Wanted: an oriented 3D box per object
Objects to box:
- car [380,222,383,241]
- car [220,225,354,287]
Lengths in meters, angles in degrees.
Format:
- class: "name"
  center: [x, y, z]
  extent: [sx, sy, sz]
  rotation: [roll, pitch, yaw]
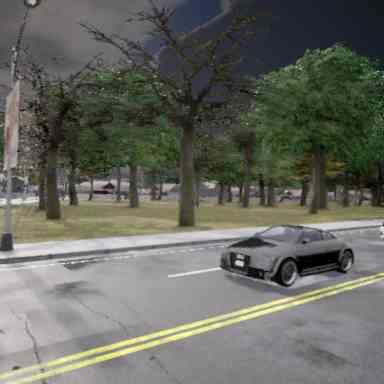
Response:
- class: "car"
  center: [11.107, 1.473, 15.565]
  extent: [5.566, 2.045, 2.150]
  rotation: [1, -1, -35]
- class: "car"
  center: [2.850, 1.671, 9.687]
  extent: [4.181, 1.385, 1.994]
  rotation: [1, -1, -35]
